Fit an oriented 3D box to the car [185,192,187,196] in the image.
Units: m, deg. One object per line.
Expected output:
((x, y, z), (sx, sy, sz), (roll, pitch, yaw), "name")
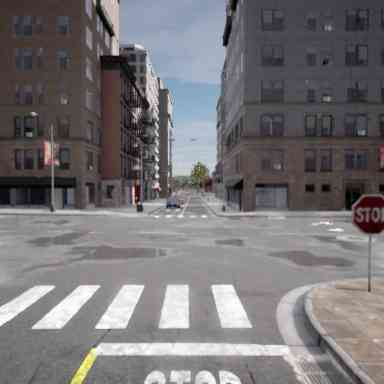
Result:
((-2.347, 1.257, 57.103), (2.097, 1.767, 4.553), (0, 0, 1), "car")

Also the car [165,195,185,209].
((-2.430, 1.490, 44.149), (2.033, 1.411, 5.357), (0, 0, 0), "car")
